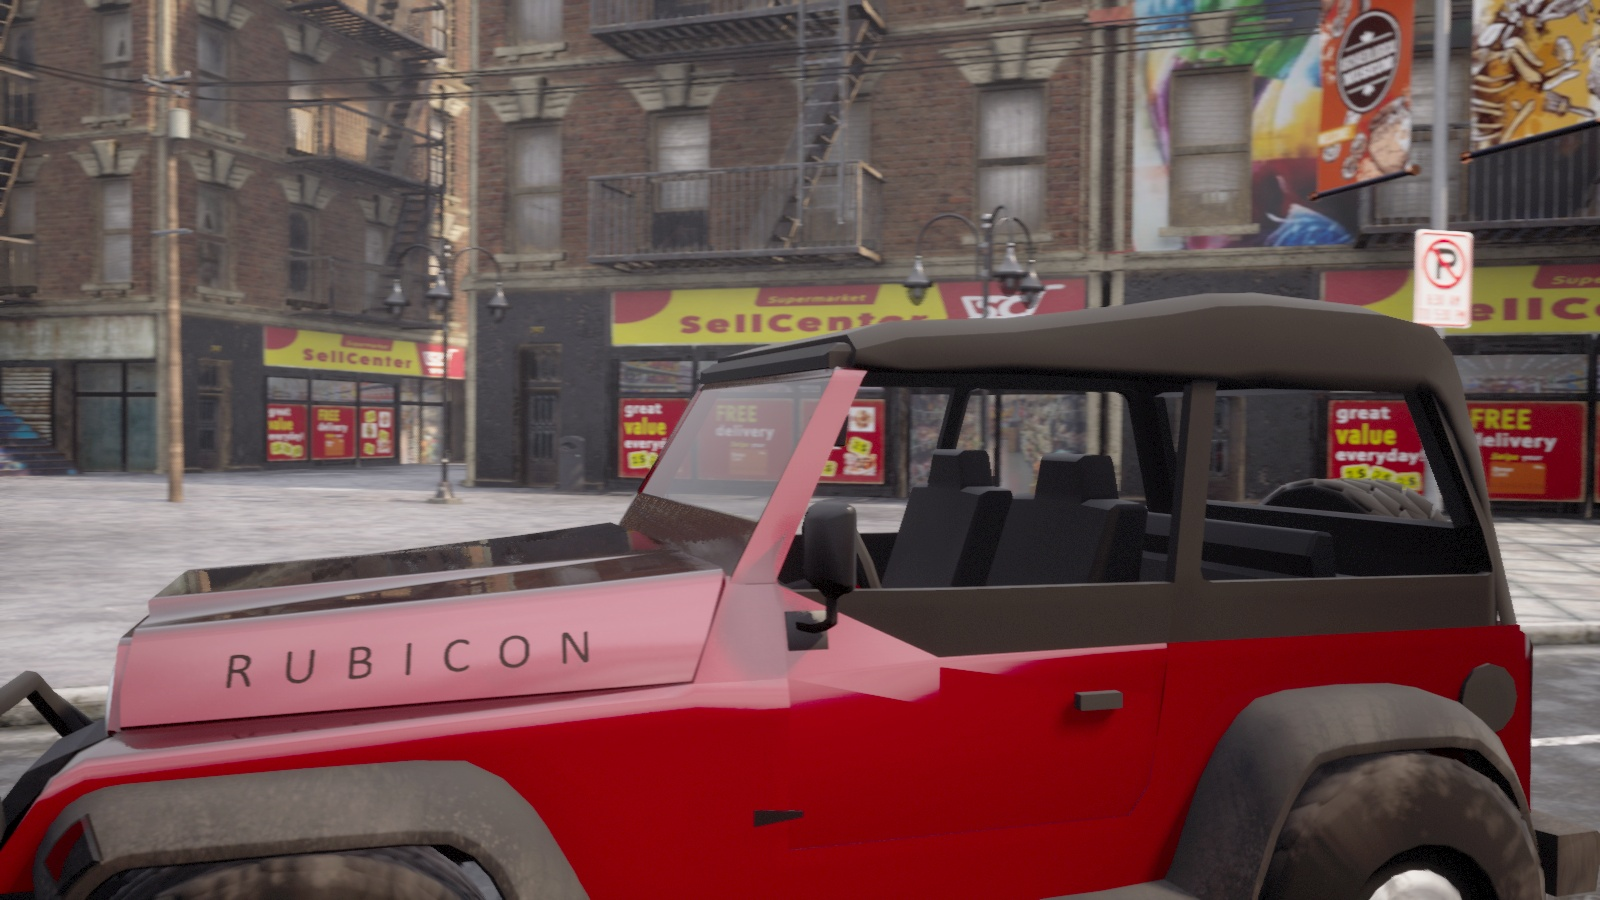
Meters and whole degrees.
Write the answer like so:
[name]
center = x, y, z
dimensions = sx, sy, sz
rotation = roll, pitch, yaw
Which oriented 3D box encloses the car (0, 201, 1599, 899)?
[car]
center = 0.114, 0.535, 3.305
dimensions = 3.866, 1.878, 1.905
rotation = -1, 1, -19
